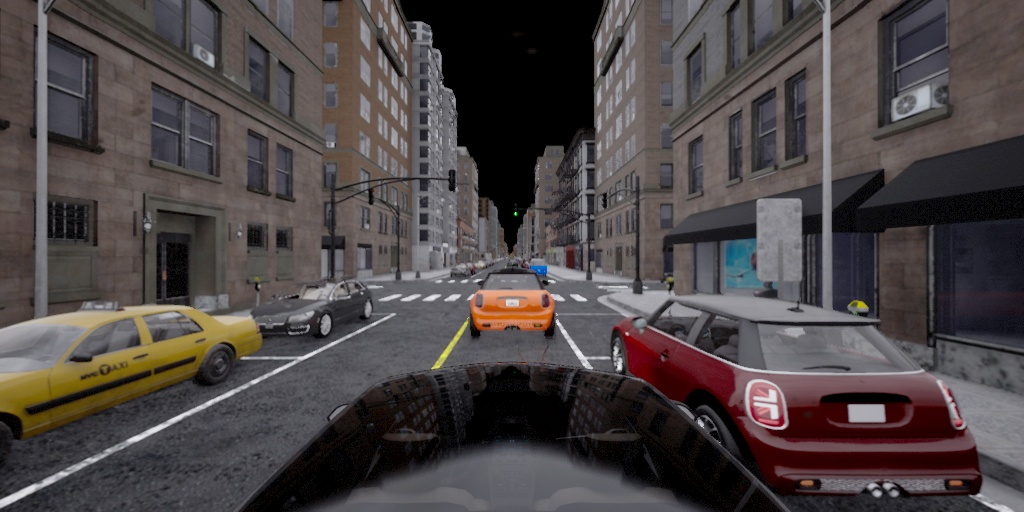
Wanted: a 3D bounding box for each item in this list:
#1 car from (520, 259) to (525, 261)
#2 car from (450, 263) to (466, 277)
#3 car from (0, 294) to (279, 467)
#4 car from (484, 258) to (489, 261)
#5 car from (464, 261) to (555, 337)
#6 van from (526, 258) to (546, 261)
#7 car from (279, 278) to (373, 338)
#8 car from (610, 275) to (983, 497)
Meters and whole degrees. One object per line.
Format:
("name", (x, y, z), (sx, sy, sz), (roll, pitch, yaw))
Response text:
("car", (2.714, 1.553, 59.929), (1.802, 1.307, 4.207), (0, 0, 0))
("car", (-5.341, 1.438, 37.206), (2.007, 1.370, 4.403), (0, 0, 0))
("car", (-5.384, 1.287, 4.436), (1.751, 1.417, 4.829), (0, 0, 0))
("car", (-5.311, 1.497, 59.763), (1.751, 1.417, 4.829), (0, 0, 0))
("car", (0.032, 1.136, 10.572), (2.097, 1.767, 4.553), (0, 0, 1))
("van", (2.684, 1.228, 37.204), (1.690, 1.789, 3.998), (0, 0, 0))
("car", (-5.377, 1.333, 10.124), (2.007, 1.370, 4.403), (0, 0, 0))
("car", (2.641, 1.201, 4.604), (1.967, 1.591, 4.097), (0, 0, 0))
